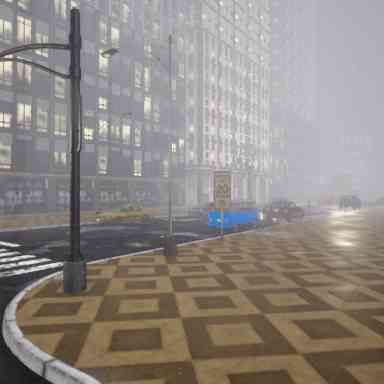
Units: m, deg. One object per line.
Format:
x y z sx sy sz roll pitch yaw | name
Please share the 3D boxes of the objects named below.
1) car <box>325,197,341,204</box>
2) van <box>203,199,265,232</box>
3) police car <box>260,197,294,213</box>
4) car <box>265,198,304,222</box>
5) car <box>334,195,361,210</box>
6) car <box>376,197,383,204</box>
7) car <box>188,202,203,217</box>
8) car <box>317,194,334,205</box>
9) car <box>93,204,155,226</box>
28.454 1.624 66.966 2.008 1.369 4.403 0 0 38 | car
2.638 1.368 20.230 1.690 1.788 3.998 0 0 38 | van
9.953 1.459 38.662 1.930 1.638 5.238 0 0 38 | police car
7.593 1.472 26.864 1.967 1.590 4.097 0 0 38 | car
21.149 1.368 44.515 2.192 1.841 5.009 0 0 38 | car
38.092 1.658 66.577 1.947 1.339 4.313 0 0 38 | car
1.344 1.603 31.665 1.802 1.307 4.206 0 0 38 | car
25.066 1.380 62.554 2.192 1.841 5.009 0 0 38 | car
-4.755 1.540 23.935 1.752 1.417 4.829 0 0 38 | car
